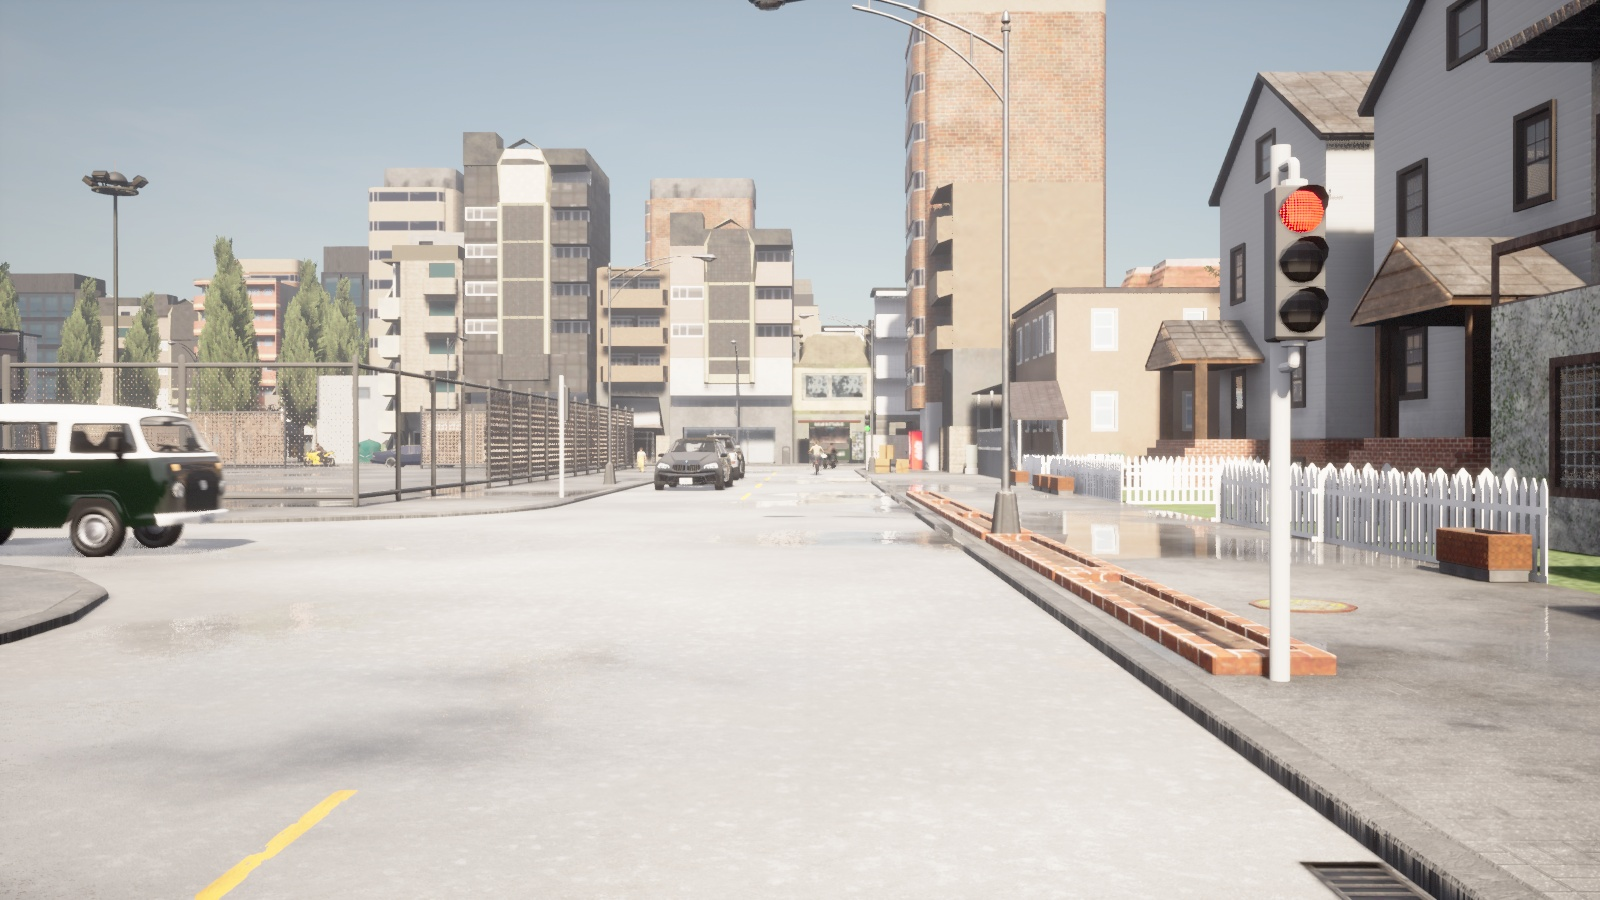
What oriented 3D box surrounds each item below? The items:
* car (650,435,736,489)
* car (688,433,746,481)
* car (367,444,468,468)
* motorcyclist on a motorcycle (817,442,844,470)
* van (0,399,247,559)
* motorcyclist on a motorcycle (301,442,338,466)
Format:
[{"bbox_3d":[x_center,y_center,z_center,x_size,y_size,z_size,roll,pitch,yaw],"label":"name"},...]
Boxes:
[{"bbox_3d":[-3.419,0.357,41.005,2.242,1.667,4.611,0,0,2],"label":"car"},{"bbox_3d":[-3.313,0.273,50.980,1.932,1.855,4.605,0,0,2],"label":"car"},{"bbox_3d":[-22.766,0.353,74.878,5.357,1.411,2.033,0,0,1],"label":"car"},{"bbox_3d":[1.756,0.327,71.331,0.797,1.523,2.044,3,1,23],"label":"motorcyclist on a motorcycle"},{"bbox_3d":[-10.239,0.365,17.135,4.480,2.038,2.069,0,0,1],"label":"van"},{"bbox_3d":[-30.227,0.258,78.965,2.044,1.523,0.797,0,0,1],"label":"motorcyclist on a motorcycle"}]
